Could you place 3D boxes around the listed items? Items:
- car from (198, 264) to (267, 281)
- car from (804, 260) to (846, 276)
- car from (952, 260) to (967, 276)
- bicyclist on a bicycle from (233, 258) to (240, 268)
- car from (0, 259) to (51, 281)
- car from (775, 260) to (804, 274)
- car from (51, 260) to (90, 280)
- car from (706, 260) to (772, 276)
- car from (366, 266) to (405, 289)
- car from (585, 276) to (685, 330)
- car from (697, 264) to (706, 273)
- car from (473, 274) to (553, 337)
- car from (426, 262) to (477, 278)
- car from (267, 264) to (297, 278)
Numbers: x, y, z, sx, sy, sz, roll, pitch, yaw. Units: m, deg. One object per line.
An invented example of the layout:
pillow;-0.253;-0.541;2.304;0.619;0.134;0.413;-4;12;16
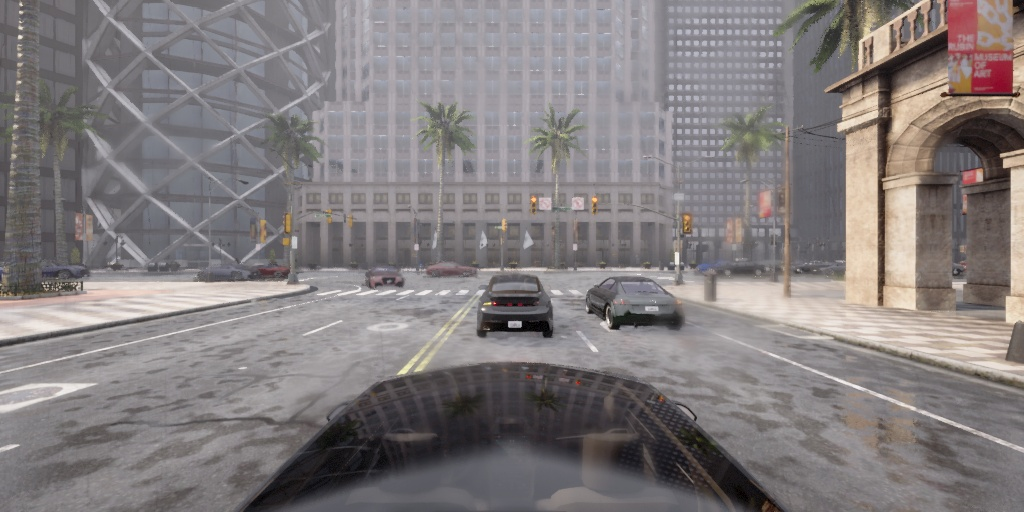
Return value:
car;-23.134;1.314;29.476;4.181;1.385;1.994;0;0;-2
car;33.063;1.314;36.733;4.181;1.385;1.994;0;0;0
car;43.029;1.242;36.683;4.902;1.511;2.128;0;0;0
bicyclist on a bicycle;-35.735;1.051;46.614;0.582;1.620;1.656;0;0;-12
car;-38.521;1.227;26.398;5.008;1.535;1.882;0;0;-29
car;33.030;1.242;40.231;4.902;1.511;2.128;0;0;0
car;-38.873;1.101;29.997;4.553;1.767;2.097;0;0;-27
car;23.195;1.228;36.765;5.008;1.535;1.882;0;0;0
car;-8.139;1.314;22.878;1.994;1.385;4.181;0;0;-27
car;3.584;1.314;11.158;1.994;1.385;4.181;0;0;0
car;23.457;1.228;40.264;5.008;1.535;1.882;0;0;0
car;0.080;1.255;10.293;1.837;1.490;4.892;0;0;0
car;-5.565;1.276;33.152;4.674;1.442;1.812;0;0;0
car;-22.571;1.351;33.037;4.718;1.301;1.895;0;0;-2
